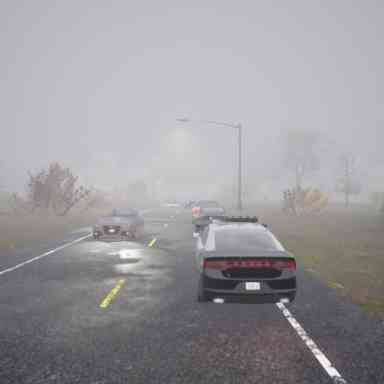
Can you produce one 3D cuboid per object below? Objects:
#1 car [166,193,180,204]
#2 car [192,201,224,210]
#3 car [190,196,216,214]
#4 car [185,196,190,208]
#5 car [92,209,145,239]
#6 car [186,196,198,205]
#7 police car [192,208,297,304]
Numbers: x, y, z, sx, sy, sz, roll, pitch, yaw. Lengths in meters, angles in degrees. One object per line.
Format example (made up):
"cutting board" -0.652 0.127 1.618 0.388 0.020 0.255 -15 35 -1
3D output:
"car" -3.589 1.366 59.462 2.128 1.511 4.902 0 0 0
"car" 1.053 1.486 18.225 1.837 1.490 4.892 0 0 0
"car" 1.055 1.321 24.197 2.097 1.767 4.553 0 0 0
"car" 0.039 1.521 45.475 1.895 1.301 4.718 0 0 0
"car" -3.596 1.546 16.907 1.994 1.385 4.181 0 0 0
"car" 0.006 1.425 58.620 2.033 1.411 5.357 0 0 0
"police car" 1.052 1.419 8.334 1.930 1.638 5.238 0 0 0
